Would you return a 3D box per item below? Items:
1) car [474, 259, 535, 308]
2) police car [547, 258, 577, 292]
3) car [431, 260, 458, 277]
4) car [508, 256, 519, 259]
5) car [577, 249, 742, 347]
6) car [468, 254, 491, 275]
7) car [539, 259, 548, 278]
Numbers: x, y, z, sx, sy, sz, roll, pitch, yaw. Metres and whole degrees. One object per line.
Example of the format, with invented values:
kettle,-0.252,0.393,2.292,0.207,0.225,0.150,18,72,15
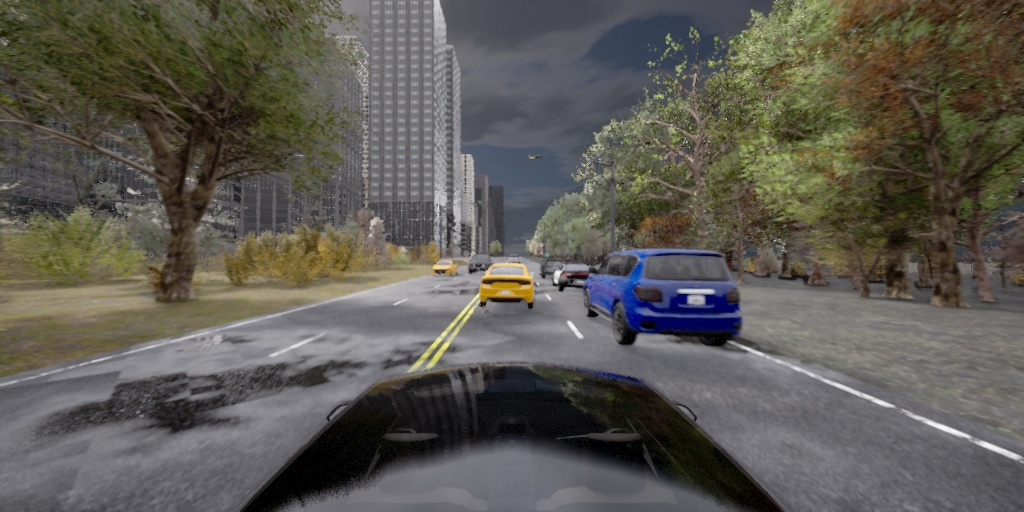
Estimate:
car,-0.131,1.036,14.237,1.882,1.535,5.008,1,0,2
police car,3.358,1.098,20.068,2.038,1.542,4.974,1,0,0
car,-6.422,1.144,34.652,1.882,1.535,5.008,0,0,0
car,0.353,1.114,55.916,1.895,1.301,4.718,0,0,1
car,3.306,0.865,9.090,2.150,2.045,5.566,1,0,0
car,-3.164,0.848,36.862,2.150,2.045,5.566,0,0,1
car,3.389,1.020,31.078,2.033,1.649,4.856,-1,0,0
